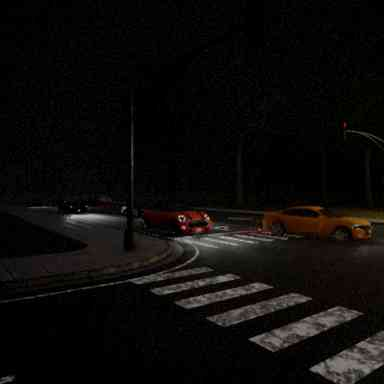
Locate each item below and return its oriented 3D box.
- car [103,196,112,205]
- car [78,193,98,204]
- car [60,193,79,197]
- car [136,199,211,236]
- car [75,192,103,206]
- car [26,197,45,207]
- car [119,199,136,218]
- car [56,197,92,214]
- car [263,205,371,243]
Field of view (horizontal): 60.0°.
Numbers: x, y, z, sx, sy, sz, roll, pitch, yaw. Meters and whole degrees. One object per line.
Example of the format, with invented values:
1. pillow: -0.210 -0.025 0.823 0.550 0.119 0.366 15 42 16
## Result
1. car: -14.496 1.349 53.876 1.812 1.442 4.674 0 0 -35
2. car: -18.701 1.163 59.632 2.097 1.767 4.553 0 0 -36
3. car: -18.143 1.318 47.729 1.882 1.535 5.008 0 0 -35
4. car: -0.959 1.302 18.408 2.097 1.767 4.553 0 0 -36
5. car: -15.556 1.186 49.849 2.097 1.767 4.553 0 0 -35
6. car: -23.185 1.442 49.209 2.033 1.411 5.357 0 0 -36
7. car: -4.794 1.395 29.225 2.128 1.511 4.902 0 0 -36
8. car: -12.173 1.484 33.867 1.895 1.301 4.718 0 0 -36
9. car: 5.897 1.441 16.192 5.008 1.535 1.882 0 0 41
